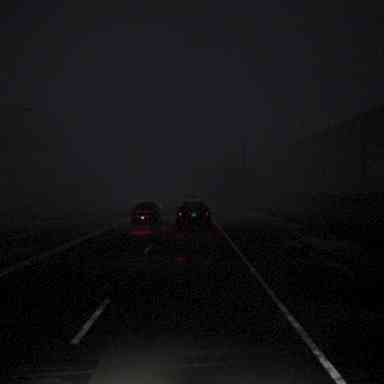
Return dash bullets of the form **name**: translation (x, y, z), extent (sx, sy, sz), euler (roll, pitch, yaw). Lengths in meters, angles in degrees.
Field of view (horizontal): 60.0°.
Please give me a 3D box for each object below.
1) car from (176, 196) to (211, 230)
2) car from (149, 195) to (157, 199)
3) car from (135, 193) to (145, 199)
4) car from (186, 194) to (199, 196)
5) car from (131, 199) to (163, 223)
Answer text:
- **car**: translation (0.104, 1.357, 21.422), extent (2.097, 1.767, 4.553), euler (0, 0, 0)
- **car**: translation (-10.481, 1.573, 89.457), extent (1.994, 1.385, 4.181), euler (0, 0, 0)
- **car**: translation (-13.981, 1.245, 89.428), extent (2.150, 2.045, 5.566), euler (0, 0, 0)
- **car**: translation (0.094, 1.230, 45.983), extent (2.150, 2.045, 5.566), euler (0, 0, 0)
- **car**: translation (-3.395, 1.511, 25.336), extent (1.837, 1.490, 4.892), euler (0, 0, 0)
